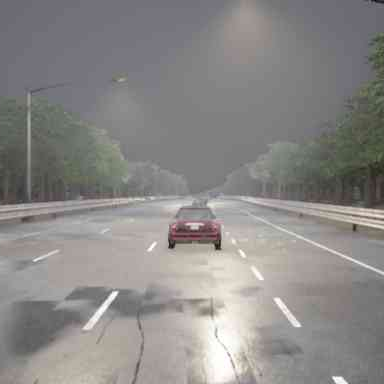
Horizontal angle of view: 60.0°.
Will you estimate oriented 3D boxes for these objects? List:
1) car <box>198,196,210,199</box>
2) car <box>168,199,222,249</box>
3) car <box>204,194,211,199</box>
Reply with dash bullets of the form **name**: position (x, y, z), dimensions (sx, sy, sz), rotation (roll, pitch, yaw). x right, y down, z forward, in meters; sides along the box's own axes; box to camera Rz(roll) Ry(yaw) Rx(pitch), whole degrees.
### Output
- **car**: position (0.869, 1.588, 40.016), dimensions (2.033, 1.411, 5.357), rotation (0, 0, 2)
- **car**: position (0.139, 1.364, 14.778), dimensions (2.097, 1.767, 4.553), rotation (0, 0, 1)
- **car**: position (2.341, 1.663, 66.976), dimensions (2.033, 1.411, 5.357), rotation (0, 0, 4)
